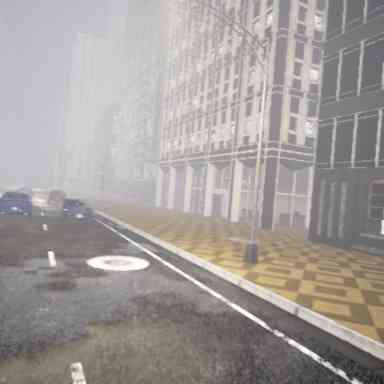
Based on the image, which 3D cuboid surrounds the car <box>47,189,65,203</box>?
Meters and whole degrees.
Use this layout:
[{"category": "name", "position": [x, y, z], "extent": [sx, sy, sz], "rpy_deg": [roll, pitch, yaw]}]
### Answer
[{"category": "car", "position": [-15.077, 0.448, 37.173], "extent": [1.882, 1.535, 5.008], "rpy_deg": [5, 0, -25]}]

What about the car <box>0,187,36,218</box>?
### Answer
[{"category": "car", "position": [-10.912, 0.696, 20.784], "extent": [1.882, 1.535, 5.008], "rpy_deg": [5, 0, -25]}]

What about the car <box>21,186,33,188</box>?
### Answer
[{"category": "car", "position": [-21.065, 0.019, 42.313], "extent": [2.128, 1.511, 4.902], "rpy_deg": [5, 0, -25]}]

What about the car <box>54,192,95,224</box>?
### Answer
[{"category": "car", "position": [-6.988, 1.049, 19.963], "extent": [1.812, 1.442, 4.674], "rpy_deg": [5, 0, -25]}]
